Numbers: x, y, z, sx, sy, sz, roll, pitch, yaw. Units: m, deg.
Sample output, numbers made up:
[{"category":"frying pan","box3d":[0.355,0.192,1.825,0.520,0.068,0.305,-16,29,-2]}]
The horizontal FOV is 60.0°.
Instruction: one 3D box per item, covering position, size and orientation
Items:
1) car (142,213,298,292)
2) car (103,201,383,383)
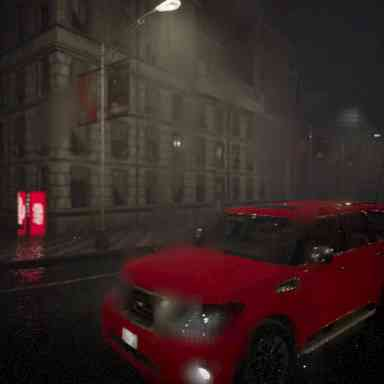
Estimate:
[{"category":"car","box3d":[1.020,1.477,9.589,4.674,1.442,1.812,0,1,-43]},{"category":"car","box3d":[1.459,1.195,5.313,5.566,2.045,2.150,0,1,-40]}]
